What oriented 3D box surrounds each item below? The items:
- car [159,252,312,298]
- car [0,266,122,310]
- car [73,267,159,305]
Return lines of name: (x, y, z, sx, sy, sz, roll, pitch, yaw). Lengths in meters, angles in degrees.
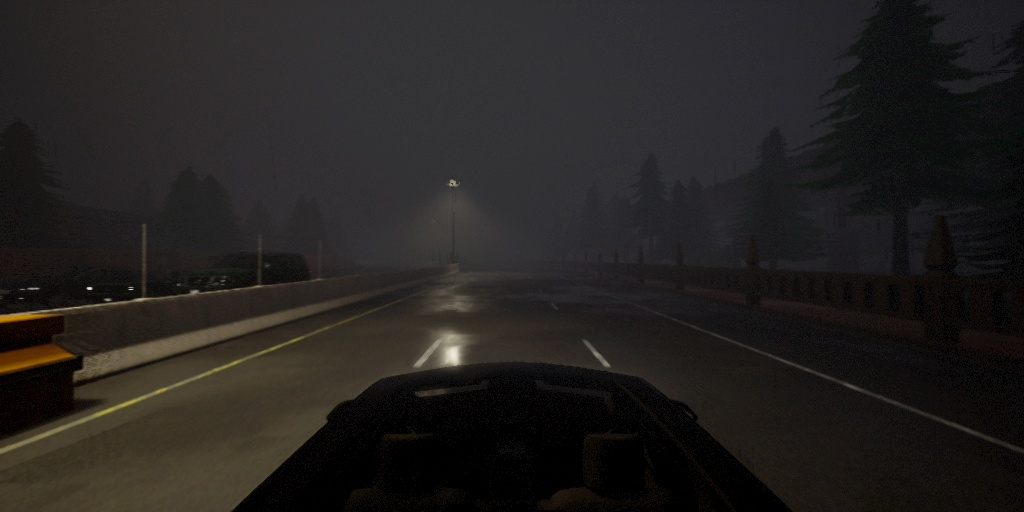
car: (-10.497, 0.856, 14.632, 2.150, 2.045, 5.566, 0, 0, 0)
car: (-17.497, 1.156, 14.660, 2.128, 1.511, 4.902, 0, 0, 0)
car: (-13.997, 1.226, 14.630, 1.895, 1.301, 4.718, 0, 0, 0)
